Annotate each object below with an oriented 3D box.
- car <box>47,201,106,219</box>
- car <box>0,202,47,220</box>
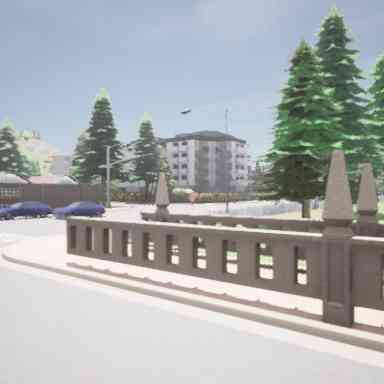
[{"bbox_3d":[-9.701,1.563,28.879,1.812,1.442,4.674,0,0,38],"label":"car"},{"bbox_3d":[-14.396,1.567,28.522,1.812,1.442,4.674,0,0,38],"label":"car"}]
